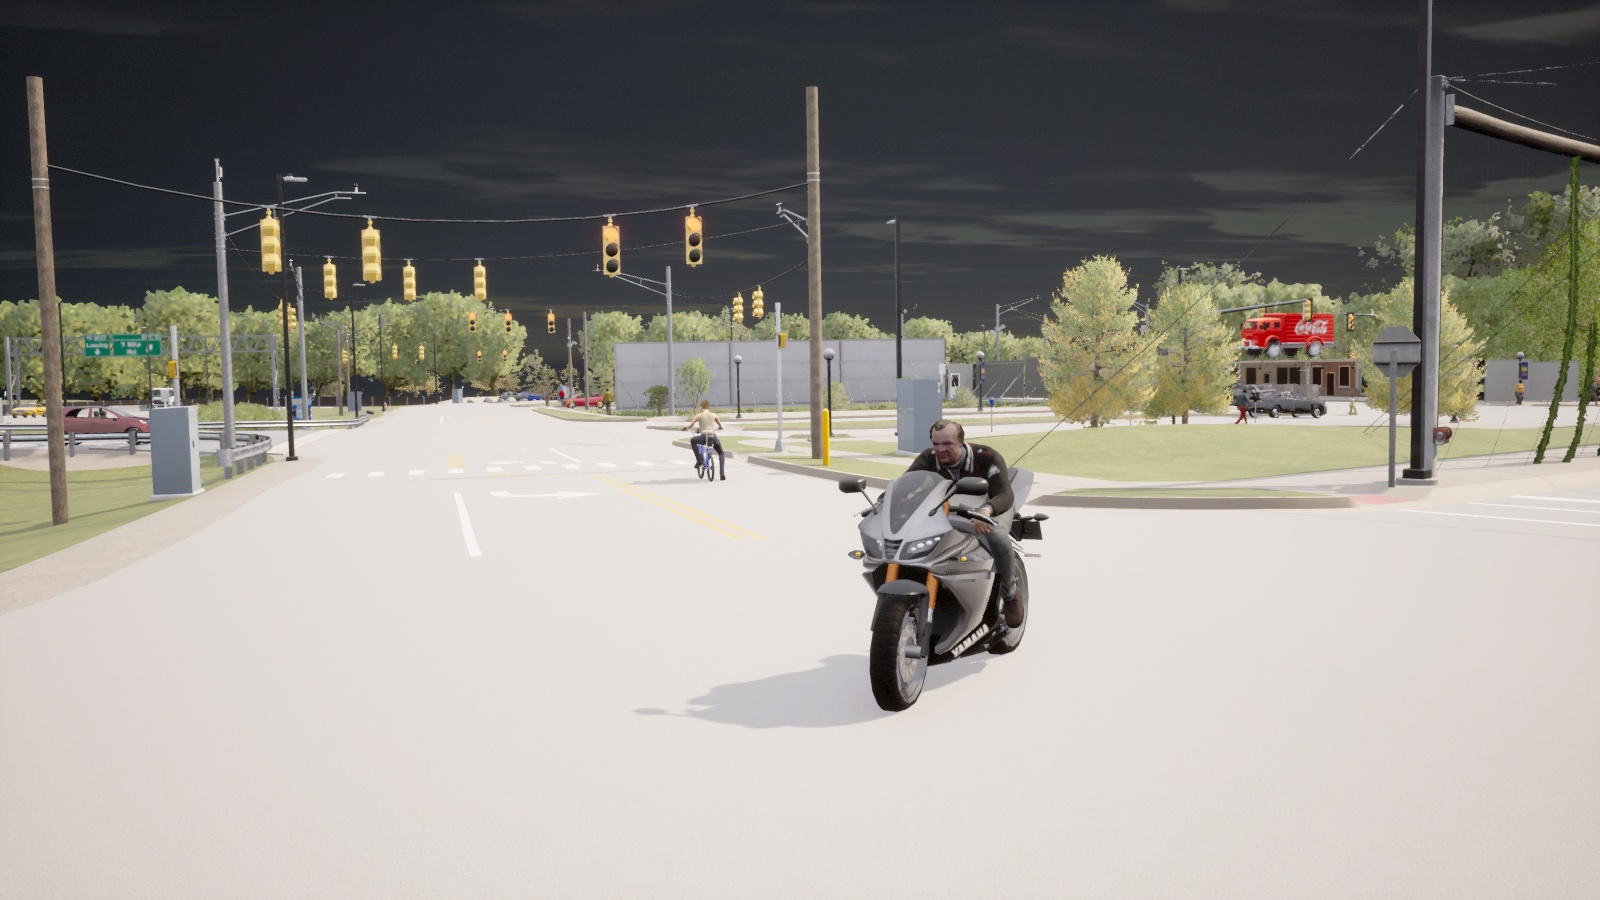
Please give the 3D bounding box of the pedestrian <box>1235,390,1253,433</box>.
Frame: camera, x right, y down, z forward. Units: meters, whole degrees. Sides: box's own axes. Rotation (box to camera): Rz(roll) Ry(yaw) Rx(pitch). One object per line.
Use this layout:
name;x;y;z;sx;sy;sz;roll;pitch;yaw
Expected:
pedestrian;19.361;-1.696;54.739;0.614;1.847;0.353;-2;4;-17

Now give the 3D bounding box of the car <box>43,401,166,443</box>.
car;-26.073;-1.088;47.187;3.633;1.501;1.845;-1;3;-11

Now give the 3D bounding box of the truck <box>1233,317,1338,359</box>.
truck;29.024;-6.729;75.110;5.204;2.467;2.627;-2;6;-15

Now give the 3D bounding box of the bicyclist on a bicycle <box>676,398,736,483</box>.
bicyclist on a bicycle;-1.885;-0.210;24.951;0.866;1.612;1.509;-2;3;-16

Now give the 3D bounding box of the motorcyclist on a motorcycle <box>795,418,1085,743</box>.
motorcyclist on a motorcycle;0.896;0.606;7.232;0.866;1.530;2.191;0;3;29

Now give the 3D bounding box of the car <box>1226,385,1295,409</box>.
car;33.334;-3.855;91.028;2.152;1.651;5.027;-2;4;-15

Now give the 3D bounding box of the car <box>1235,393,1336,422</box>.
car;26.549;-2.334;68.678;4.902;1.511;2.128;-1;3;-20
